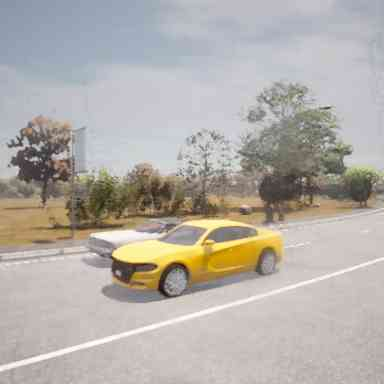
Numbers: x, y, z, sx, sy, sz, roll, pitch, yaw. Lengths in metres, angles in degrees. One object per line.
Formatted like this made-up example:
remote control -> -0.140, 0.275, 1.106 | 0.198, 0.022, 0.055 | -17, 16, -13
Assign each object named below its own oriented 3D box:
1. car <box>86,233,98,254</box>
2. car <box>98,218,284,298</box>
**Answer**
car -> -1.260, 1.631, 11.964 | 4.718, 1.301, 1.895 | 0, 0, -38
car -> 0.354, 1.499, 8.819 | 5.008, 1.535, 1.882 | 0, 0, -38
